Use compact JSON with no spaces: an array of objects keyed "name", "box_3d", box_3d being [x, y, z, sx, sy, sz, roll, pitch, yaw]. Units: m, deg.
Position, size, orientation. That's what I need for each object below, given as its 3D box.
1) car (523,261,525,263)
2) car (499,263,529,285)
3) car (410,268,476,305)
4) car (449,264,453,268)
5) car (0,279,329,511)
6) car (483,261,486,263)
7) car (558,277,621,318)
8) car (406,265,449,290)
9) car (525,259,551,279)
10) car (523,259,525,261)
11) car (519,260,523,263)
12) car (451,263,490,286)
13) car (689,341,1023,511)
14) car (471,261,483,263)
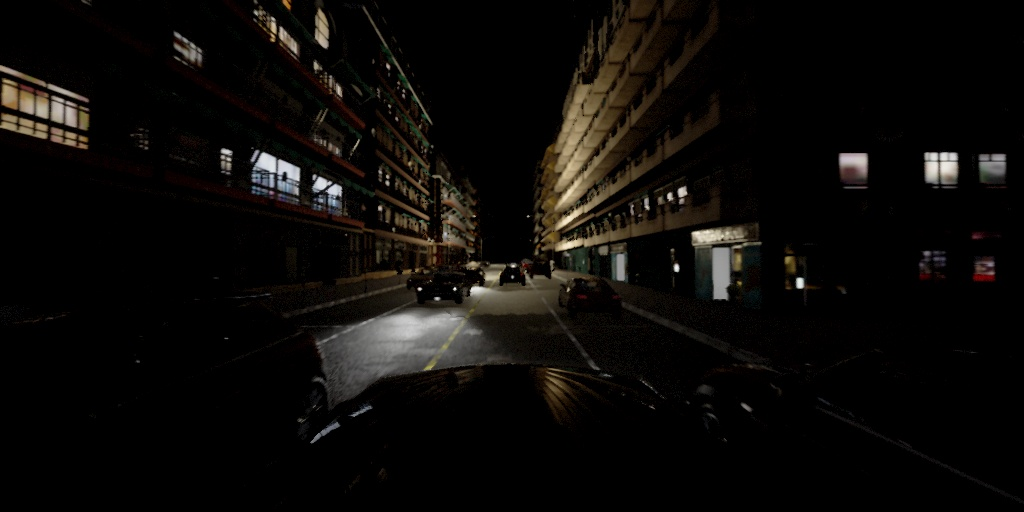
[{"name":"car","box_3d":[2.695,1.565,46.117,1.948,1.339,4.313,0,0,0]},{"name":"car","box_3d":[0.053,1.458,27.394,1.994,1.385,4.181,0,0,0]},{"name":"car","box_3d":[-3.018,1.434,16.718,1.895,1.301,4.718,0,0,0]},{"name":"car","box_3d":[-5.687,1.456,29.561,2.007,1.370,4.403,0,0,0]},{"name":"car","box_3d":[-3.098,1.104,2.093,2.097,1.767,4.553,0,0,0]},{"name":"car","box_3d":[-5.685,1.614,57.177,2.007,1.370,4.403,0,0,0]},{"name":"car","box_3d":[2.693,1.394,12.977,1.802,1.307,4.207,0,0,0]},{"name":"car","box_3d":[-5.688,1.399,23.868,1.751,1.417,4.829,0,0,0]},{"name":"car","box_3d":[2.695,1.251,35.071,2.192,1.841,5.009,0,0,0]},{"name":"car","box_3d":[2.696,1.536,62.687,1.967,1.591,4.097,0,0,0]},{"name":"car","box_3d":[0.094,1.570,47.253,1.994,1.385,4.181,0,0,0]},{"name":"car","box_3d":[-3.000,1.452,26.527,1.994,1.385,4.181,0,0,0]},{"name":"car","box_3d":[2.692,1.191,1.930,1.967,1.591,4.097,0,0,0]},{"name":"car","box_3d":[-5.686,1.557,51.484,1.751,1.417,4.829,0,0,0]}]
